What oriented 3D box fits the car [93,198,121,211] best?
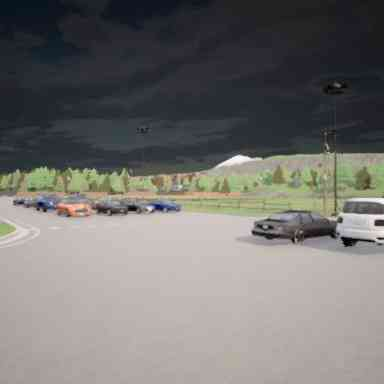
[{"bbox_3d":[-11.125,1.532,43.419,1.882,1.535,5.008,0,0,-36],"label":"car"}]

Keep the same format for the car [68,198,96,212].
[{"bbox_3d":[-13.508,1.547,40.717,1.837,1.490,4.892,0,0,-36],"label":"car"}]

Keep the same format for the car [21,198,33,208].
[{"bbox_3d":[-22.531,1.593,47.281,1.994,1.385,4.181,0,0,-36],"label":"car"}]

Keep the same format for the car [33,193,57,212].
[{"bbox_3d":[-16.714,1.251,39.166,2.150,2.045,5.566,0,0,-36],"label":"car"}]

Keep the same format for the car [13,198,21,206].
[{"bbox_3d":[-28.477,1.629,55.576,1.895,1.301,4.718,0,0,-36],"label":"car"}]

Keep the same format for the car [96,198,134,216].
[{"bbox_3d":[-8.008,1.520,33.097,1.882,1.535,5.008,0,0,-36],"label":"car"}]

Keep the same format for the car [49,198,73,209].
[{"bbox_3d":[-19.202,1.589,48.674,2.033,1.411,5.357,0,0,-35],"label":"car"}]

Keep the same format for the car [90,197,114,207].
[{"bbox_3d":[-14.792,1.613,54.577,2.033,1.411,5.357,0,0,-36],"label":"car"}]

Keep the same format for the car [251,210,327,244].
[{"bbox_3d":[5.267,1.594,16.104,5.357,1.411,2.033,0,0,-36],"label":"car"}]

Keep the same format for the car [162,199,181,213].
[{"bbox_3d":[-3.130,1.545,38.311,1.882,1.535,5.008,0,0,-36],"label":"car"}]

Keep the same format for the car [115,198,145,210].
[{"bbox_3d":[-8.664,1.558,46.029,2.128,1.511,4.902,0,0,-36],"label":"car"}]

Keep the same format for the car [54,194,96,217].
[{"bbox_3d":[-11.098,1.382,31.398,2.097,1.767,4.553,0,0,-36],"label":"car"}]

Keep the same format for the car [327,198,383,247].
[{"bbox_3d":[8.360,1.273,14.010,5.566,2.045,2.150,0,0,-36],"label":"car"}]

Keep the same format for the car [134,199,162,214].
[{"bbox_3d":[-5.699,1.546,35.883,2.128,1.511,4.902,0,0,-36],"label":"car"}]

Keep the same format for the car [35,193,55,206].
[{"bbox_3d":[-25.330,1.262,57.200,2.150,2.045,5.566,0,0,-36],"label":"car"}]
